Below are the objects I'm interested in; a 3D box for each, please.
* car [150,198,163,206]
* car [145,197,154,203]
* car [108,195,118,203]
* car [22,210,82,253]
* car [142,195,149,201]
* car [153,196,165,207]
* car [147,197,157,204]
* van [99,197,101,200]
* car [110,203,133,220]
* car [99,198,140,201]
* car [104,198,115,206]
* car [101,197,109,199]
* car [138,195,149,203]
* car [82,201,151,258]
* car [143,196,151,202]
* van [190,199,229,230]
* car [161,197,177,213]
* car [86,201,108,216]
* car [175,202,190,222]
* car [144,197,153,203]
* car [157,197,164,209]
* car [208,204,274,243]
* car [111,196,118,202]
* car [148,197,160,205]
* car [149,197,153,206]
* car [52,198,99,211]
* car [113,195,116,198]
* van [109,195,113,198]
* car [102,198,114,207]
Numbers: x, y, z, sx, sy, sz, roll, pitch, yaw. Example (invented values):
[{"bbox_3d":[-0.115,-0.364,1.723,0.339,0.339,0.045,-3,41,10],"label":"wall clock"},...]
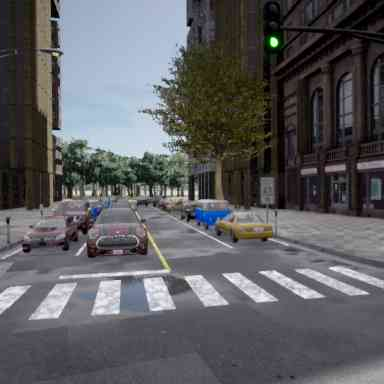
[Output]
[{"bbox_3d":[-6.505,1.781,60.650,2.008,1.369,4.403,-1,0,-11],"label":"car"},{"bbox_3d":[-9.872,1.821,77.525,1.752,1.417,4.829,-1,0,-11],"label":"car"},{"bbox_3d":[-19.313,1.726,81.257,2.192,1.841,5.009,-1,0,-11],"label":"car"},{"bbox_3d":[-5.977,1.701,14.417,1.802,1.307,4.206,-1,0,-11],"label":"car"},{"bbox_3d":[-13.172,1.798,94.066,1.967,1.590,4.097,-1,0,-11],"label":"car"},{"bbox_3d":[-4.284,1.735,49.511,2.008,1.369,4.403,-1,0,-11],"label":"car"},{"bbox_3d":[-8.726,1.856,71.789,1.802,1.307,4.206,-1,0,-11],"label":"car"},{"bbox_3d":[-8.204,1.520,25.558,1.690,1.788,3.998,-1,0,-11],"label":"van"},{"bbox_3d":[-6.525,1.773,30.839,1.895,1.301,4.718,-1,0,-11],"label":"car"},{"bbox_3d":[-4.756,1.480,21.943,2.097,1.767,4.553,-1,0,-11],"label":"car"},{"bbox_3d":[-15.974,1.929,64.547,1.802,1.307,4.206,-1,0,-11],"label":"car"},{"bbox_3d":[-9.315,1.521,31.128,2.192,1.841,5.009,-1,0,-11],"label":"car"},{"bbox_3d":[-8.847,1.759,58.812,1.837,1.490,4.892,-1,0,-11],"label":"car"},{"bbox_3d":[-2.979,1.432,13.313,2.097,1.767,4.553,-1,0,-13],"label":"car"},{"bbox_3d":[-12.093,1.863,88.663,1.752,1.417,4.829,-1,0,-11],"label":"car"},{"bbox_3d":[1.265,1.396,21.664,1.690,1.788,3.998,-1,0,-11],"label":"van"},{"bbox_3d":[-2.096,1.662,38.539,1.752,1.417,4.829,-1,0,-11],"label":"car"},{"bbox_3d":[-10.421,1.782,36.698,2.008,1.369,4.403,-1,0,-11],"label":"car"},{"bbox_3d":[0.160,1.650,27.233,1.947,1.339,4.313,-1,0,-11],"label":"car"},{"bbox_3d":[-10.948,1.882,82.928,1.947,1.339,4.313,-1,0,-11],"label":"car"},{"bbox_3d":[-3.173,1.705,43.942,1.887,1.381,4.507,-1,0,-11],"label":"car"},{"bbox_3d":[2.347,1.551,16.260,1.752,1.417,4.829,-1,0,-11],"label":"car"},{"bbox_3d":[-21.497,1.977,92.229,1.752,1.417,4.829,-1,0,-11],"label":"car"},{"bbox_3d":[-7.616,1.803,66.219,2.008,1.369,4.403,-1,0,-11],"label":"car"},{"bbox_3d":[-5.399,1.522,55.081,2.192,1.841,5.009,-1,0,-11],"label":"car"},{"bbox_3d":[-7.094,1.465,19.988,2.192,1.841,5.009,-1,0,-11],"label":"car"},{"bbox_3d":[-13.756,1.742,53.408,1.967,1.590,4.097,-1,0,-11],"label":"car"},{"bbox_3d":[-12.647,1.620,47.838,1.690,1.788,3.998,-1,0,-11],"label":"van"},{"bbox_3d":[-14.864,1.869,58.977,1.887,1.381,4.507,-1,0,-11],"label":"car"}]
